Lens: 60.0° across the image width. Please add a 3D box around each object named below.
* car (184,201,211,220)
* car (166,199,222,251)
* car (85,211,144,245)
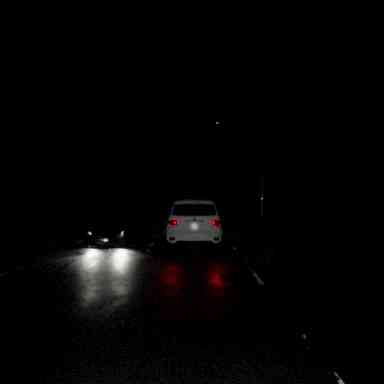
[{"bbox_3d":[0.605,1.670,31.183,1.837,1.490,4.892,-1,0,8],"label":"car"},{"bbox_3d":[0.091,1.305,14.675,2.150,2.045,5.566,0,0,0],"label":"car"},{"bbox_3d":[-3.590,1.639,16.446,2.033,1.411,5.357,0,0,0],"label":"car"}]
